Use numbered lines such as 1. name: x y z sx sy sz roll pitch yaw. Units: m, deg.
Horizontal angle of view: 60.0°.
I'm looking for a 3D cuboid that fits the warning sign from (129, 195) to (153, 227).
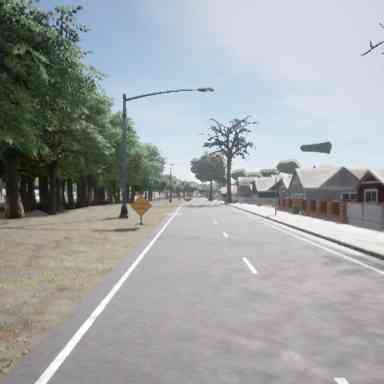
1. warning sign: -3.051 1.114 20.038 1.300 1.860 1.060 0 0 0
